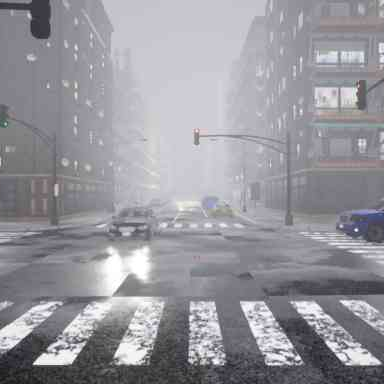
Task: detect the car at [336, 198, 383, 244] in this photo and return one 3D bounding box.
[{"bbox_3d":[9.682,1.221,15.348,5.566,2.045,2.150,0,-1,1],"label":"car"}]

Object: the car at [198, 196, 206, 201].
[{"bbox_3d":[2.581,1.627,83.665,1.887,1.381,4.507,1,0,0],"label":"car"}]

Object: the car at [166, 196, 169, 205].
[{"bbox_3d":[-5.301,1.563,55.158,1.752,1.417,4.829,1,0,0],"label":"car"}]

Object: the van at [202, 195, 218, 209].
[{"bbox_3d":[2.613,1.366,44.075,1.690,1.788,3.998,1,0,0],"label":"van"}]

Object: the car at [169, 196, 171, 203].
[{"bbox_3d":[-5.301,1.627,60.986,1.802,1.307,4.206,1,0,0],"label":"car"}]

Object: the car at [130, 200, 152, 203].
[{"bbox_3d":[-5.432,1.565,32.697,2.008,1.369,4.403,1,0,0],"label":"car"}]

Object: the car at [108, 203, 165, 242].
[{"bbox_3d":[-2.748,1.498,16.430,2.128,1.511,4.902,0,0,0],"label":"car"}]

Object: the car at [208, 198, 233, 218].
[{"bbox_3d":[2.707,1.538,30.241,1.752,1.417,4.829,1,0,0],"label":"car"}]

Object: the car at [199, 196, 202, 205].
[{"bbox_3d":[2.581,1.347,49.728,2.192,1.841,5.009,1,0,0],"label":"car"}]

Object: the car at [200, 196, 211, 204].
[{"bbox_3d":[2.580,1.604,66.697,2.008,1.369,4.403,1,0,0],"label":"car"}]

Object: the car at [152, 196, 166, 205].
[{"bbox_3d":[-5.302,1.613,49.670,1.802,1.307,4.206,1,0,0],"label":"car"}]

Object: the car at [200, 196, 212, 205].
[{"bbox_3d":[2.581,1.486,61.040,1.967,1.590,4.097,1,0,0],"label":"car"}]
